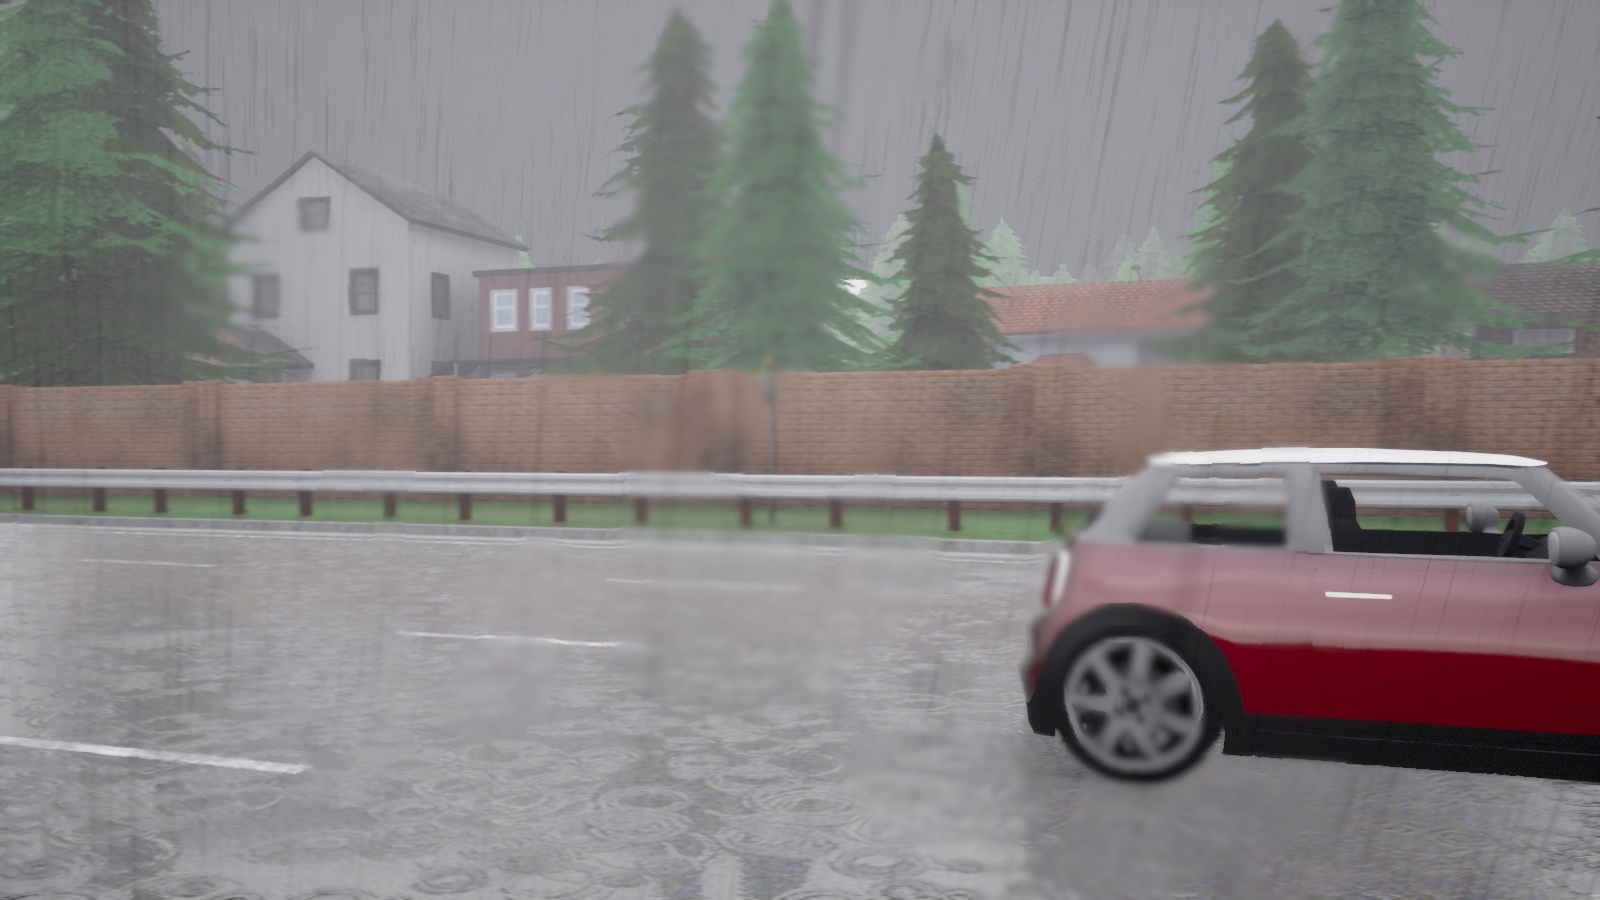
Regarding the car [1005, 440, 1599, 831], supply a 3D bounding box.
[{"bbox_3d":[3.029,0.709,5.866,3.806,1.475,1.970,1,1,19],"label":"car"}]
